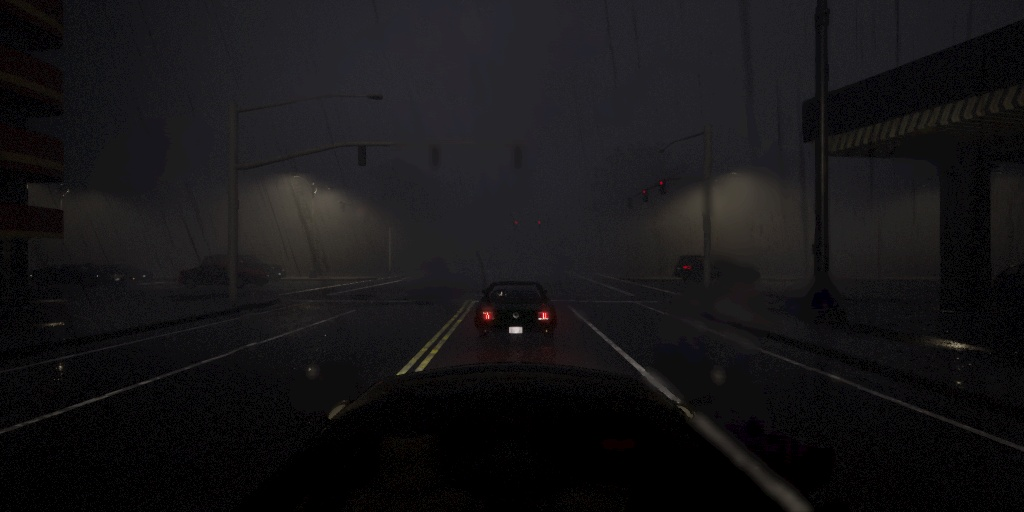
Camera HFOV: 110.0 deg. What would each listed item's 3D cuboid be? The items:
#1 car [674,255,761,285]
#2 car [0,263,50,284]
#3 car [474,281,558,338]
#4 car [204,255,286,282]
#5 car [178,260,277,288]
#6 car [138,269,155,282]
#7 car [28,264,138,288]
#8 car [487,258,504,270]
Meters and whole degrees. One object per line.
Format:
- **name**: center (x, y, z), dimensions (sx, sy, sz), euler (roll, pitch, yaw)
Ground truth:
- **car**: center (14.618, 0.971, 25.723), dimensions (5.566, 2.045, 2.150), euler (0, 0, 0)
- **car**: center (-37.982, 1.276, 26.798), dimensions (4.674, 1.442, 1.812), euler (0, 0, 1)
- **car**: center (0.100, 1.351, 10.152), dimensions (1.895, 1.301, 4.718), euler (0, 0, 0)
- **car**: center (-19.882, 0.971, 26.475), dimensions (5.566, 2.045, 2.150), euler (0, 0, 1)
- **car**: center (-18.322, 1.228, 22.927), dimensions (5.008, 1.535, 1.882), euler (0, 0, 1)
- **car**: center (-29.300, 1.314, 26.629), dimensions (4.181, 1.385, 1.994), euler (0, 0, 0)
- **car**: center (-27.825, 1.241, 23.104), dimensions (4.902, 1.511, 2.128), euler (0, 0, 1)
- **car**: center (-2.707, 1.297, 53.871), dimensions (2.033, 1.411, 5.357), euler (0, 0, 1)
